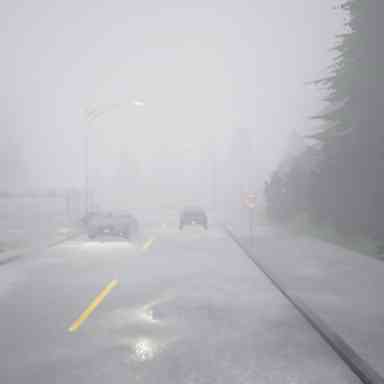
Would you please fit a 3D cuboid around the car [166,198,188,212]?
[{"bbox_3d":[-1.918,1.635,44.101,2.097,1.767,4.553,0,0,-23],"label":"car"}]

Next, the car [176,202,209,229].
[{"bbox_3d":[0.091,1.651,22.905,1.837,1.490,4.892,0,-1,0],"label":"car"}]

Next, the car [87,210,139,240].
[{"bbox_3d":[-4.062,1.678,17.746,1.994,1.385,4.181,0,0,0],"label":"car"}]
